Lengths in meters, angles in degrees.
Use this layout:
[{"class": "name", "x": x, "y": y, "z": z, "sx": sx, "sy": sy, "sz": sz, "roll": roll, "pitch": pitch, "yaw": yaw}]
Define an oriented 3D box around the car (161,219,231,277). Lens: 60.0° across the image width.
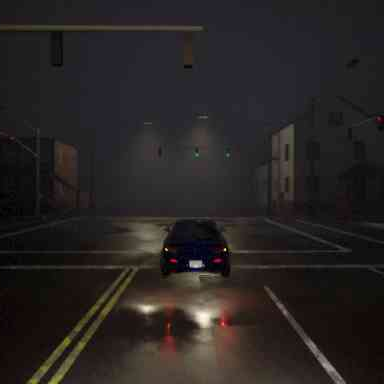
[{"class": "car", "x": 0.095, "y": 1.535, "z": 10.177, "sx": 1.812, "sy": 1.442, "sz": 4.674, "roll": 0, "pitch": 0, "yaw": 0}]
